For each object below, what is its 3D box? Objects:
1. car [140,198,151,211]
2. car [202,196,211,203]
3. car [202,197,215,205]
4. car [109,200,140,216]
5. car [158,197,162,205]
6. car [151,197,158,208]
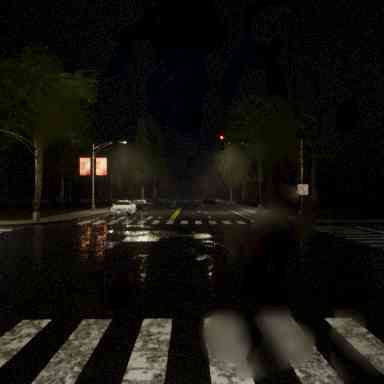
[{"bbox_3d":[-6.626,1.650,41.375,1.895,1.301,4.718,0,0,0],"label":"car"},{"bbox_3d":[3.186,1.713,72.481,1.812,1.442,4.674,0,0,0],"label":"car"},{"bbox_3d":[3.293,1.618,62.047,1.882,1.535,5.008,0,0,0],"label":"car"},{"bbox_3d":[-6.620,1.553,32.364,1.812,1.442,4.674,0,0,0],"label":"car"},{"bbox_3d":[-6.613,1.683,61.120,2.033,1.411,5.357,0,0,0],"label":"car"},{"bbox_3d":[-6.636,1.612,50.467,1.812,1.442,4.674,0,0,0],"label":"car"}]
